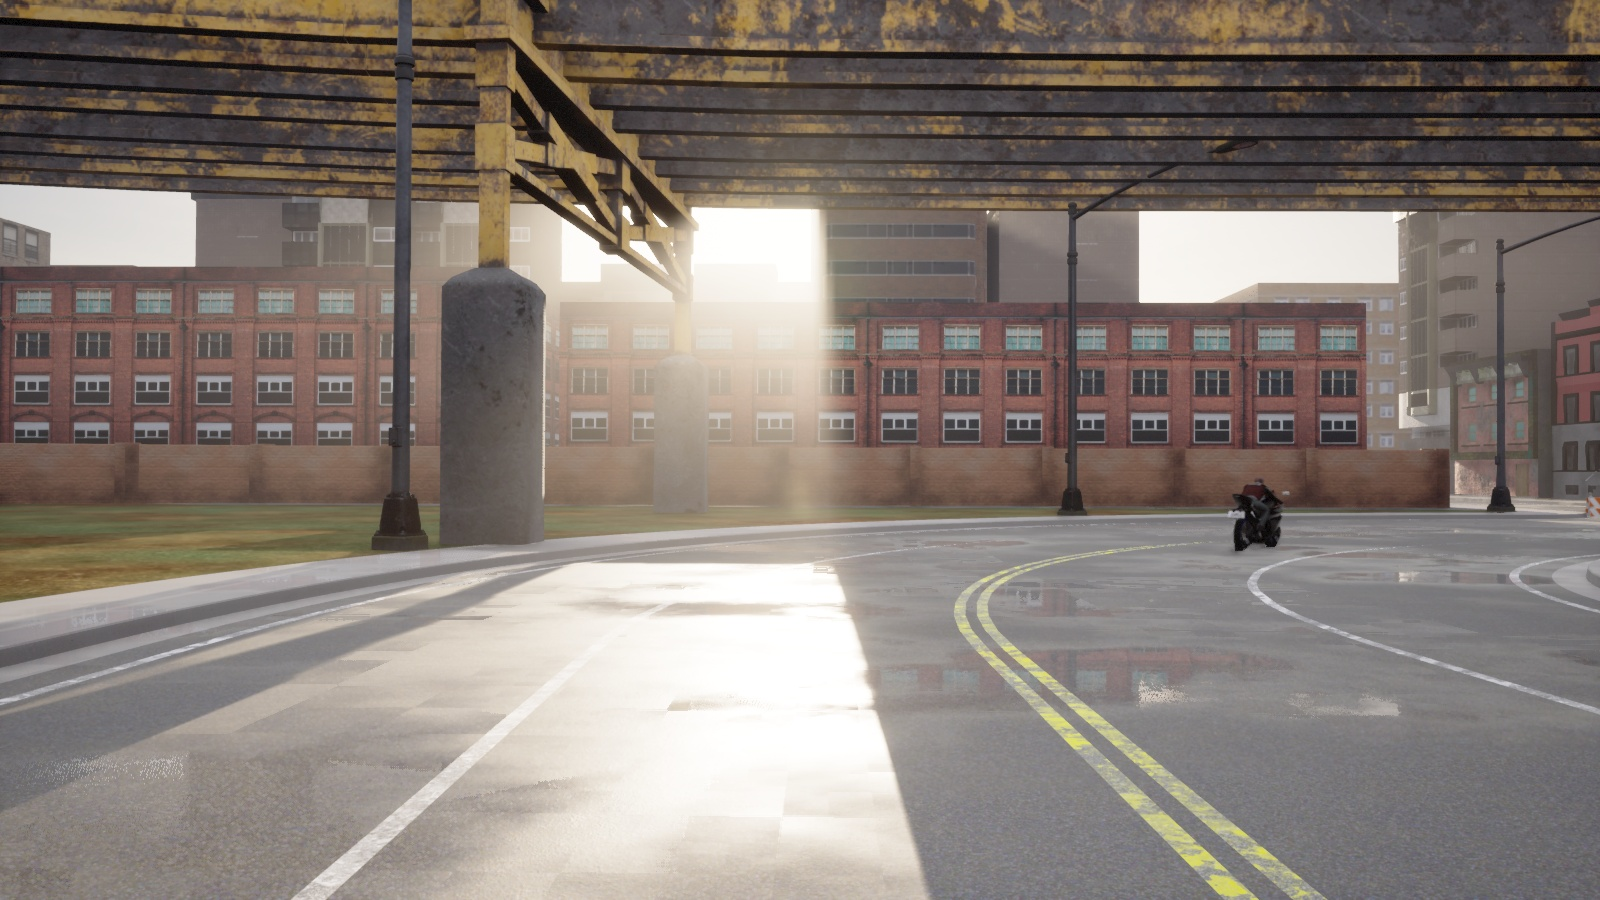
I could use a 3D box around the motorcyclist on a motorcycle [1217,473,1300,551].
[{"bbox_3d":[9.444,1.244,25.817,0.866,1.530,2.191,0,-1,42],"label":"motorcyclist on a motorcycle"}]
